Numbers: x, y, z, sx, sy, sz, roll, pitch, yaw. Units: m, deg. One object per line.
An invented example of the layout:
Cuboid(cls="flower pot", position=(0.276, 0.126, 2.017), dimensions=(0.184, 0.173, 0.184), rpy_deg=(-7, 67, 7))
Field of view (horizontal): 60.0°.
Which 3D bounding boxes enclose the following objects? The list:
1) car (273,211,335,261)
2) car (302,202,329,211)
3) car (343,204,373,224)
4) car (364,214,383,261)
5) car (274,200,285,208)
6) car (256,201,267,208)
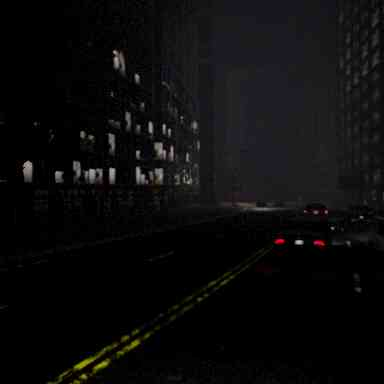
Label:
Cuboid(cls="car", position=(4.446, 1.690, 12.984), dimensions=(2.033, 1.411, 5.357), rpy_deg=(0, -1, 24))
Cuboid(cls="car", position=(10.348, 1.653, 27.857), dimensions=(2.097, 1.767, 4.553), rpy_deg=(0, -1, 20))
Cuboid(cls="car", position=(13.685, 1.763, 27.523), dimensions=(1.882, 1.535, 5.008), rpy_deg=(0, 0, 20))
Cuboid(cls="car", position=(7.708, 1.727, 12.329), dimensions=(1.895, 1.301, 4.718), rpy_deg=(0, -1, 24))
Cuboid(cls="car", position=(16.396, 2.244, 62.707), dimensions=(2.033, 1.411, 5.357), rpy_deg=(-1, -1, 11))
Cuboid(cls="car", position=(13.166, 2.324, 63.138), dimensions=(1.895, 1.301, 4.718), rpy_deg=(-1, -1, 11))
